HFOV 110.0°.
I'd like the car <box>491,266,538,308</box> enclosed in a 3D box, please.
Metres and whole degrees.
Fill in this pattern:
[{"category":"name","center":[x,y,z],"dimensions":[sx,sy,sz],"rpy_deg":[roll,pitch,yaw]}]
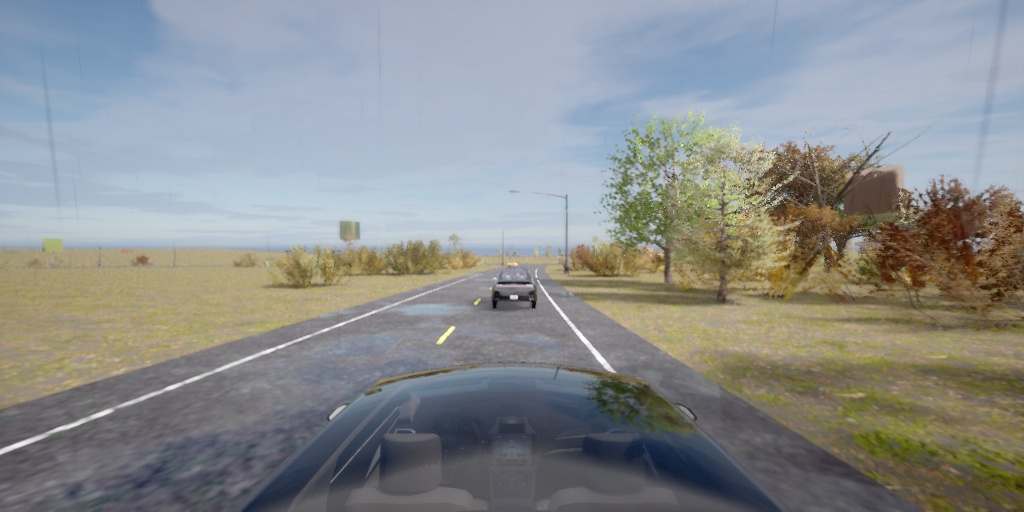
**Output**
[{"category":"car","center":[0.129,1.371,16.043],"dimensions":[2.128,1.511,4.902],"rpy_deg":[0,0,1]}]

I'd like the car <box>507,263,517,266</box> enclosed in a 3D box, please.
[{"category":"car","center":[0.548,1.551,30.694],"dimensions":[2.033,1.411,5.357],"rpy_deg":[0,0,2]}]
